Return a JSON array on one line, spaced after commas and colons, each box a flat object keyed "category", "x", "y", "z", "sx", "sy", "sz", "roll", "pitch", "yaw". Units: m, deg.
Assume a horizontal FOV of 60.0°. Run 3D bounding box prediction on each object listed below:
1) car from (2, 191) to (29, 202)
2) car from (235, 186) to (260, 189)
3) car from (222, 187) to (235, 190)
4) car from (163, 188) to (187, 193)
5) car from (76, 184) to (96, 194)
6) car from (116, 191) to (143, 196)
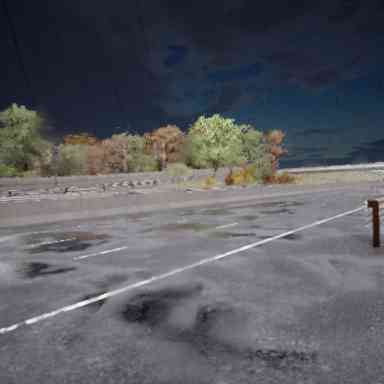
[{"category": "car", "x": -24.263, "y": 0.558, "z": 44.588, "sx": 2.033, "sy": 1.411, "sz": 5.357, "roll": -2, "pitch": 2, "yaw": 15}, {"category": "car", "x": 9.114, "y": -0.086, "z": 50.901, "sx": 1.837, "sy": 1.490, "sz": 4.892, "roll": -1, "pitch": 1, "yaw": 39}, {"category": "car", "x": 6.459, "y": -0.119, "z": 58.729, "sx": 2.033, "sy": 1.411, "sz": 5.357, "roll": -1, "pitch": 1, "yaw": 38}, {"category": "car", "x": -2.192, "y": 0.431, "z": 36.702, "sx": 2.097, "sy": 1.767, "sz": 4.553, "roll": -1, "pitch": 2, "yaw": 39}, {"category": "car", "x": -19.560, "y": -0.543, "z": 60.827, "sx": 2.097, "sy": 1.767, "sz": 4.553, "roll": -2, "pitch": 3, "yaw": 18}, {"category": "car", "x": -8.045, "y": 0.697, "z": 40.580, "sx": 1.837, "sy": 1.490, "sz": 4.892, "roll": -1, "pitch": 1, "yaw": 39}]
